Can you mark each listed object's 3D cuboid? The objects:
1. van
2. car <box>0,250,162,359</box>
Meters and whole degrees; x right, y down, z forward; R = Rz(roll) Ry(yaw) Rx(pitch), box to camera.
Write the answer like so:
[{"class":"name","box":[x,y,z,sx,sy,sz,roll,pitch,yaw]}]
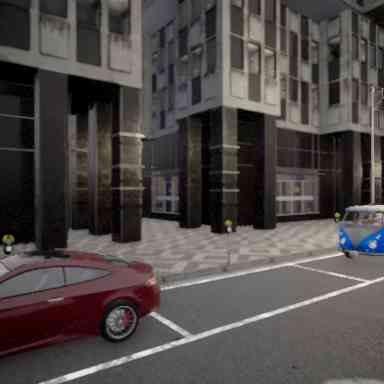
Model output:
[{"class":"van","box":[6.669,1.340,11.407,3.998,1.788,1.690,0,0,-35]},{"class":"car","box":[-2.453,1.582,4.901,4.206,1.307,1.802,0,0,-35]}]
